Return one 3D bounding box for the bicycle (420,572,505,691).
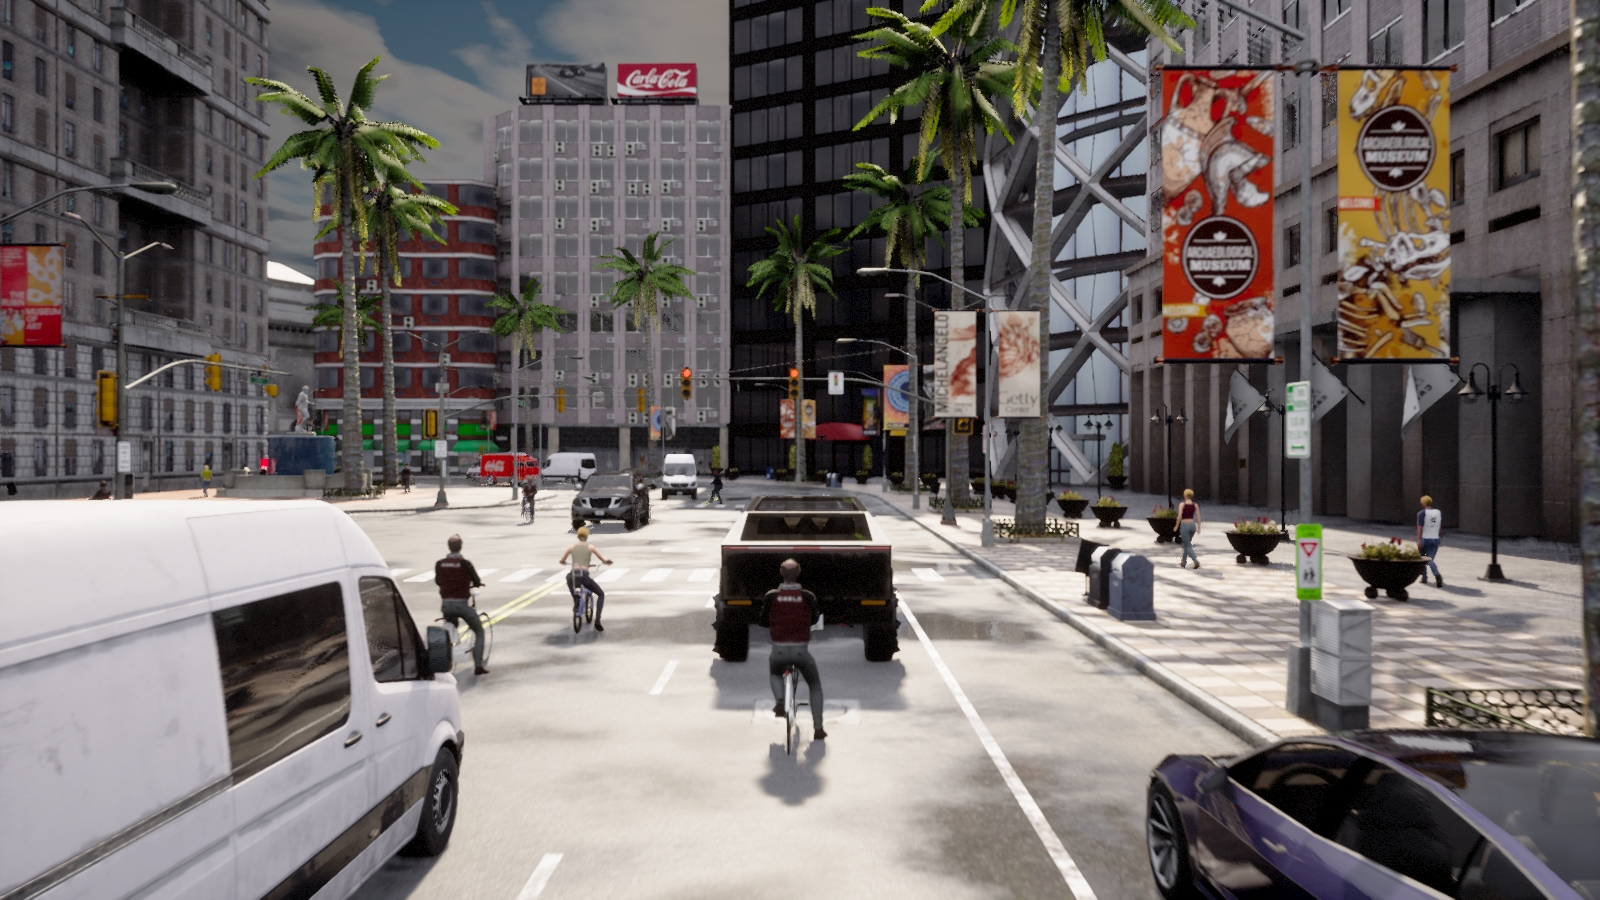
[{"bbox_3d":[-4.173,2.212,14.228,0.329,1.171,1.835,0,0,6],"label":"bicycle"}]

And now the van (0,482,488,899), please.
[{"bbox_3d":[-3.467,1.535,6.042,1.988,2.561,5.915,0,0,0],"label":"van"}]

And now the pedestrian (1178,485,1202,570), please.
[{"bbox_3d":[8.602,1.702,25.194,0.375,1.860,0.375,0,0,-5],"label":"pedestrian"}]

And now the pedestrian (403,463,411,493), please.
[{"bbox_3d":[-24.072,1.708,69.954,0.375,1.860,0.375,0,0,-36],"label":"pedestrian"}]

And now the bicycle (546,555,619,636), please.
[{"bbox_3d":[-3.387,2.259,17.909,0.859,1.080,1.487,0,0,0],"label":"bicycle"}]

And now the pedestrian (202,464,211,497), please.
[{"bbox_3d":[-33.167,1.705,63.860,0.375,1.860,0.375,0,0,-43],"label":"pedestrian"}]

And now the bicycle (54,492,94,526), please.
[{"bbox_3d":[-27.339,2.216,43.071,0.329,1.171,1.835,0,0,1],"label":"bicycle"}]

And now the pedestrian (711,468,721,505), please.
[{"bbox_3d":[-4.248,1.857,57.892,0.375,1.860,0.375,0,0,-25],"label":"pedestrian"}]

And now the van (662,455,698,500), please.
[{"bbox_3d":[-7.014,1.545,66.705,1.988,2.561,5.915,0,0,-6],"label":"van"}]

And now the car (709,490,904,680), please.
[{"bbox_3d":[0.094,1.756,17.098,2.390,2.098,6.274,0,0,0],"label":"car"}]

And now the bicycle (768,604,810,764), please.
[{"bbox_3d":[-0.090,2.212,11.097,0.329,1.171,1.835,0,0,2],"label":"bicycle"}]

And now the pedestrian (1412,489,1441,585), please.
[{"bbox_3d":[12.301,1.704,22.431,0.375,1.860,0.375,0,0,3],"label":"pedestrian"}]

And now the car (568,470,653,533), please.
[{"bbox_3d":[-6.787,1.787,41.540,2.150,2.045,5.566,0,0,0],"label":"car"}]
